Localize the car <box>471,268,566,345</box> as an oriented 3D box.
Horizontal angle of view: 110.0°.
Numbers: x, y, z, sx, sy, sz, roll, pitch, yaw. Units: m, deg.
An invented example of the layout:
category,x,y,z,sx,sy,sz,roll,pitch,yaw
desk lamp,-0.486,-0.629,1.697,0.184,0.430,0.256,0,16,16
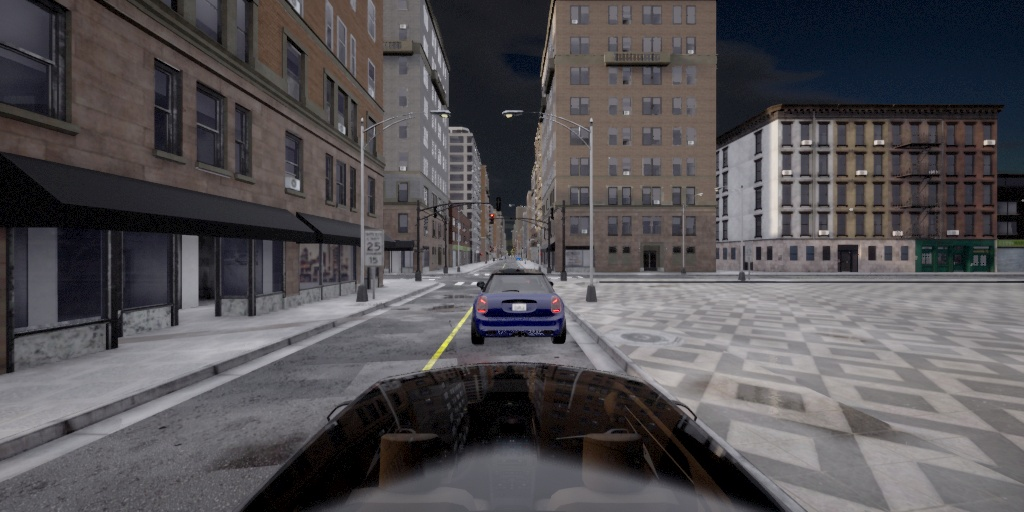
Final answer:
category,x,y,z,sx,sy,sz,roll,pitch,yaw
car,0.100,1.102,9.706,2.097,1.767,4.553,0,0,-1
